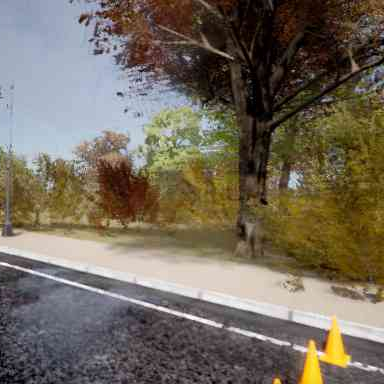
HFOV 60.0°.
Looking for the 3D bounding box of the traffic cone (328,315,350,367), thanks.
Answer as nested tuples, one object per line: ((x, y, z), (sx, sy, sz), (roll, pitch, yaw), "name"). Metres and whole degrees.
((1.965, 2.007, 4.595), (0.340, 0.580, 0.340), (0, -1, 37), "traffic cone")

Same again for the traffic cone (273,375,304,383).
((0.762, 1.987, 2.998), (0.340, 0.580, 0.340), (0, -1, 37), "traffic cone")

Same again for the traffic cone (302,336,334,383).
((1.362, 1.997, 3.797), (0.340, 0.580, 0.340), (0, -1, 37), "traffic cone")
